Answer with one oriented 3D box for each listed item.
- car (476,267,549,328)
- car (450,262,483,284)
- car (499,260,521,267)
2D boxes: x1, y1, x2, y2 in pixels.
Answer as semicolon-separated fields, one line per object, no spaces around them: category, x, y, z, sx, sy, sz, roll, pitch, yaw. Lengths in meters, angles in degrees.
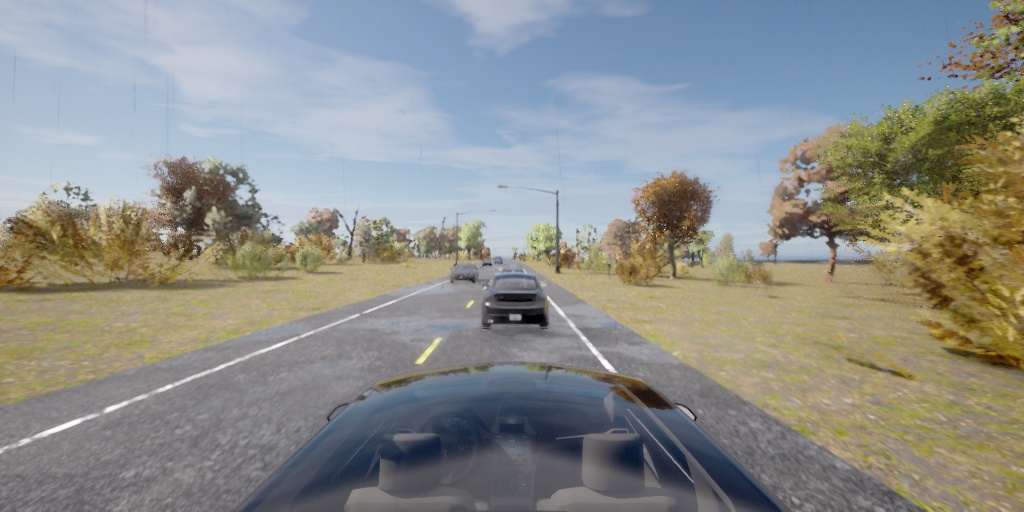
car;0.091;1.271;11.362;1.837;1.490;4.892;0;0;0
car;-3.592;1.296;27.755;1.837;1.490;4.892;0;0;0
car;0.108;1.346;31.507;2.033;1.411;5.357;0;0;0
